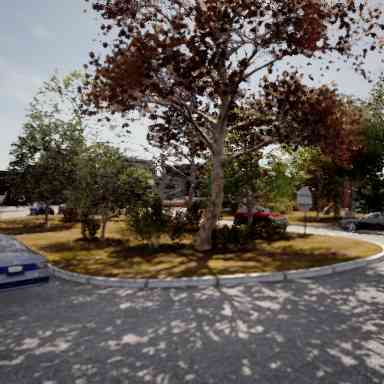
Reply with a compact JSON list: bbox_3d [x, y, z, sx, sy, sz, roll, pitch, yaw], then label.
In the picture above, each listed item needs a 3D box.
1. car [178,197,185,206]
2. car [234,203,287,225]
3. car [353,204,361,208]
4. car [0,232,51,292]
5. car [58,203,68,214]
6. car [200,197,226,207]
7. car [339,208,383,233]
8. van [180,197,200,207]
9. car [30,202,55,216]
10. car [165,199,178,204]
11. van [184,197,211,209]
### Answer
[{"bbox_3d":[-3.037,2.115,66.450,2.185,1.767,4.553,1,-1,-36],"label":"car"},{"bbox_3d":[5.504,1.961,26.674,2.097,1.767,4.553,3,-3,-35],"label":"car"},{"bbox_3d":[31.016,2.922,59.904,1.837,1.490,4.892,3,-2,-22],"label":"car"},{"bbox_3d":[-5.885,1.799,9.137,5.357,1.411,2.033,0,-3,41],"label":"car"},{"bbox_3d":[-15.702,2.143,42.323,2.002,1.452,4.674,0,0,-36],"label":"car"},{"bbox_3d":[4.454,2.179,71.842,2.435,2.045,5.566,2,-1,-36],"label":"car"},{"bbox_3d":[12.739,2.122,22.796,4.902,1.511,2.128,-1,-3,41],"label":"car"},{"bbox_3d":[-0.519,2.071,68.153,1.878,1.987,4.442,1,-1,-36],"label":"van"},{"bbox_3d":[-18.251,1.985,40.437,2.185,1.767,4.553,0,0,-35],"label":"car"},{"bbox_3d":[-5.534,2.195,64.922,1.946,1.575,5.366,1,-1,-36],"label":"car"},{"bbox_3d":[1.139,1.964,54.526,1.878,1.987,4.442,1,-1,-36],"label":"van"}]
